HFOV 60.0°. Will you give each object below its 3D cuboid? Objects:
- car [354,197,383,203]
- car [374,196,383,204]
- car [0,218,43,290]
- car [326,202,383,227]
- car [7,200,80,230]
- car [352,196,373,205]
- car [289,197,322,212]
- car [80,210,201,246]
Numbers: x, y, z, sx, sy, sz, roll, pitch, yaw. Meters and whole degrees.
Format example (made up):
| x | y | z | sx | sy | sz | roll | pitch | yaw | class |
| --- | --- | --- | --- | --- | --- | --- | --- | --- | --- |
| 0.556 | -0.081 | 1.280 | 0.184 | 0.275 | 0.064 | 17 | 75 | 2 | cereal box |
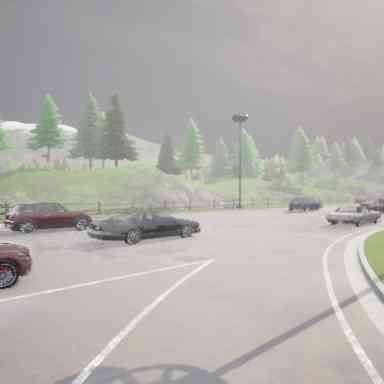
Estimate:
| x | y | z | sx | sy | sz | roll | pitch | yaw | class |
| --- | --- | --- | --- | --- | --- | --- | --- | --- | --- |
| 18.489 | 1.527 | 33.991 | 4.674 | 1.442 | 1.812 | 0 | 0 | -42 | car |
| 37.565 | 1.556 | 65.415 | 4.181 | 1.385 | 1.994 | 0 | 0 | -42 | car |
| -6.038 | 1.526 | 7.215 | 4.674 | 1.442 | 1.812 | 0 | 0 | -42 | car |
| 11.047 | 1.602 | 22.584 | 4.718 | 1.301 | 1.895 | 0 | 0 | -42 | car |
| -8.219 | 1.353 | 19.375 | 4.553 | 1.767 | 2.097 | 0 | 0 | -42 | car |
| 30.232 | 1.528 | 58.814 | 4.674 | 1.442 | 1.812 | 0 | 0 | -42 | car |
| 13.210 | 1.354 | 38.658 | 4.553 | 1.767 | 2.097 | 0 | 0 | -42 | car |
| -2.078 | 1.548 | 15.484 | 5.357 | 1.411 | 2.033 | 0 | 0 | -42 | car |
